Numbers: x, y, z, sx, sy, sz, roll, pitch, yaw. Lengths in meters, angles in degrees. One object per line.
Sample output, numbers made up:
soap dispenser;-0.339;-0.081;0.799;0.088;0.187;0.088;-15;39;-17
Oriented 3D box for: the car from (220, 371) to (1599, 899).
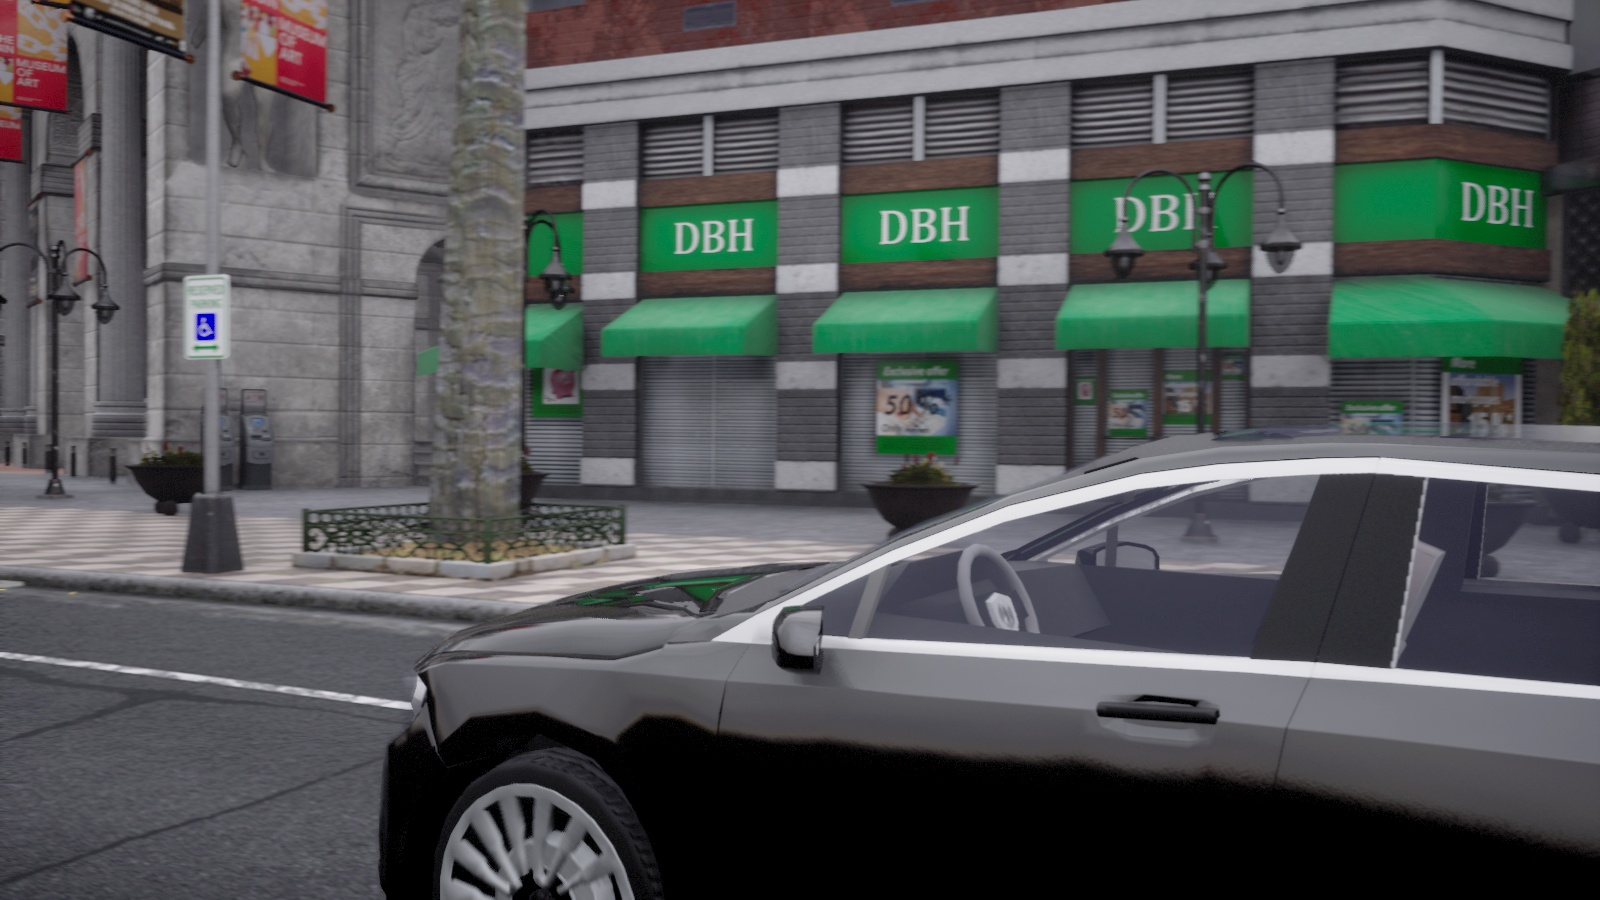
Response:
car;1.127;0.635;2.854;4.902;1.511;2.128;0;1;33
